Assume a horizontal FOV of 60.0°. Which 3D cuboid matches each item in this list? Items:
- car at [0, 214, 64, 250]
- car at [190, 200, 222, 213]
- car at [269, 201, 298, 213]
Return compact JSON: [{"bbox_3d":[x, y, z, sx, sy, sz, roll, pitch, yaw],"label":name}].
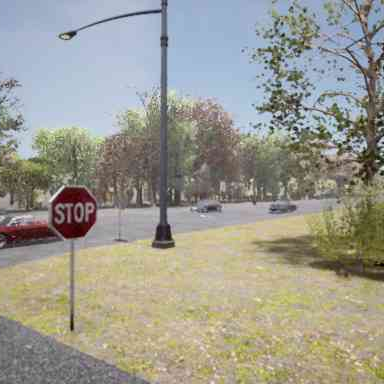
[{"bbox_3d":[-7.468,1.628,14.639,1.895,1.301,4.718,0,0,36],"label":"car"},{"bbox_3d":[1.690,1.711,39.092,2.128,1.511,4.902,0,1,36],"label":"car"},{"bbox_3d":[11.080,1.752,40.056,2.033,1.411,5.357,0,0,36],"label":"car"}]
